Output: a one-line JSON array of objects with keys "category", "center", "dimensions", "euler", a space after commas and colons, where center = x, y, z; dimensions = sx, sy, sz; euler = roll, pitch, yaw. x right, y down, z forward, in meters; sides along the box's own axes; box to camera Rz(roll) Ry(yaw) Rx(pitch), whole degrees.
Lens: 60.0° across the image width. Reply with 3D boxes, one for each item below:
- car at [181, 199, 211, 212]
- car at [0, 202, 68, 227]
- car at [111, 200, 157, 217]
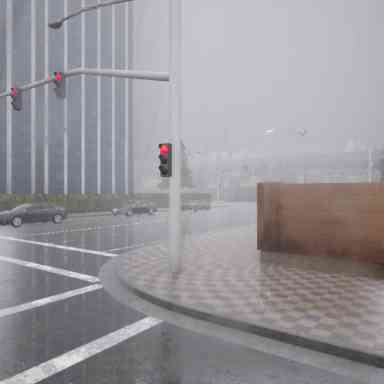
[{"category": "car", "center": [0.465, 1.564, 39.084], "dimensions": [1.994, 1.385, 4.181], "euler": [0, 0, 35]}, {"category": "car", "center": [-11.024, 1.505, 22.952], "dimensions": [1.837, 1.490, 4.892], "euler": [0, 0, 35]}, {"category": "car", "center": [-5.313, 1.492, 30.980], "dimensions": [2.128, 1.511, 4.902], "euler": [0, 0, 35]}]
